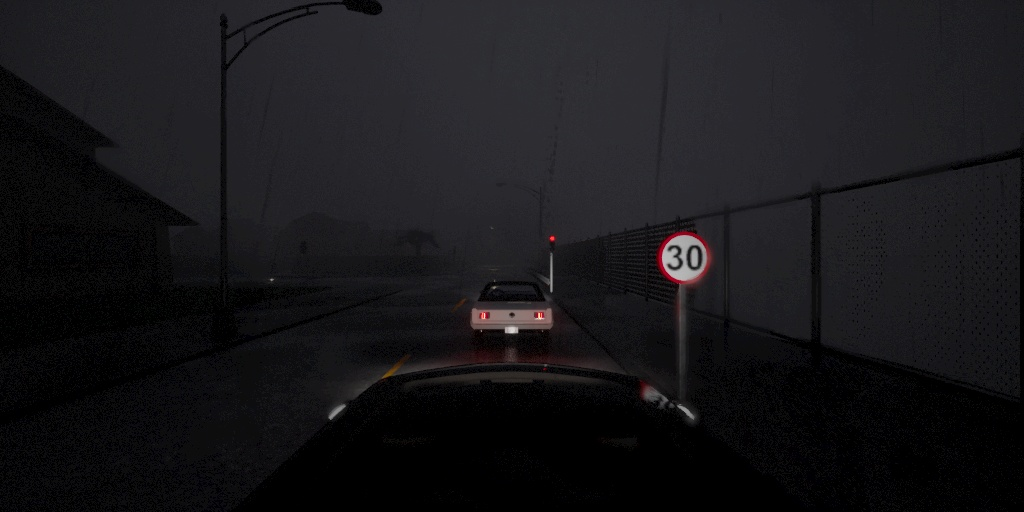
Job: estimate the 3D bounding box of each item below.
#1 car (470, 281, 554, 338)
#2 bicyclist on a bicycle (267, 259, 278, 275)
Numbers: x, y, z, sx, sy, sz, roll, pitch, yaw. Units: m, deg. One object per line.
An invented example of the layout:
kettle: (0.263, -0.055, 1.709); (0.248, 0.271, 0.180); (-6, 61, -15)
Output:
car: (-0.002, 1.351, 10.163); (1.895, 1.301, 4.718); (0, 0, 0)
bicyclist on a bicycle: (-24.324, 1.099, 36.471); (0.582, 1.620, 1.656); (0, 0, 0)
